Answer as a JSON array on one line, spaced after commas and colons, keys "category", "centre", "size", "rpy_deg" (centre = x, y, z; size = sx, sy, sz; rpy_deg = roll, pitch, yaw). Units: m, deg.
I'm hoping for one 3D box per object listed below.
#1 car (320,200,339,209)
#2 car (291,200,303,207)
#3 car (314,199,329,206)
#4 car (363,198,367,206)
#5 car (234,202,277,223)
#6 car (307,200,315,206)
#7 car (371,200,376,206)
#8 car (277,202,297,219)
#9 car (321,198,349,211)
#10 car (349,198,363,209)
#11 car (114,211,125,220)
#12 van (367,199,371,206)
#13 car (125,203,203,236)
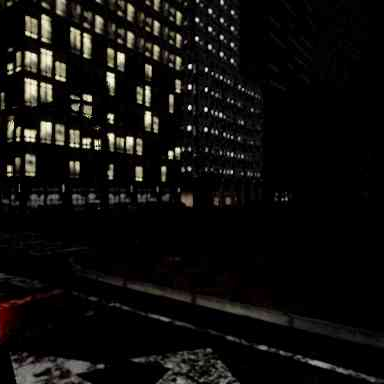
[{"category": "car", "centre": [24.664, 2.164, 59.407], "size": [1.882, 1.535, 5.008], "rpy_deg": [1, 0, 37]}, {"category": "car", "centre": [18.978, 2.136, 61.488], "size": [1.752, 1.417, 4.829], "rpy_deg": [0, 0, 37]}, {"category": "car", "centre": [29.250, 2.309, 75.138], "size": [2.008, 1.369, 4.403], "rpy_deg": [0, 0, 37]}, {"category": "car", "centre": [32.570, 2.341, 65.613], "size": [1.887, 1.381, 4.507], "rpy_deg": [0, 0, 37]}, {"category": "car", "centre": [5.539, 1.926, 29.696], "size": [1.752, 1.417, 4.829], "rpy_deg": [0, 0, 37]}, {"category": "car", "centre": [25.860, 2.291, 70.633], "size": [1.802, 1.307, 4.206], "rpy_deg": [0, 0, 37]}, {"category": "car", "centre": [39.353, 2.333, 74.627], "size": [1.967, 1.590, 4.097], "rpy_deg": [0, 0, 37]}, {"category": "car", "centre": [8.828, 2.032, 34.067], "size": [1.802, 1.307, 4.206], "rpy_deg": [0, 0, 37]}, {"category": "car", "centre": [22.396, 1.966, 52.095], "size": [2.192, 1.841, 5.009], "rpy_deg": [0, 0, 37]}, {"category": "car", "centre": [29.179, 2.063, 61.108], "size": [2.192, 1.841, 5.009], "rpy_deg": [0, 0, 37]}, {"category": "car", "centre": [-4.755, 1.784, 29.955], "size": [1.752, 1.417, 4.829], "rpy_deg": [0, 0, 37]}, {"category": "van", "centre": [35.962, 2.186, 70.120], "size": [1.690, 1.788, 3.998], "rpy_deg": [0, 0, 37]}, {"category": "car", "centre": [-1.345, 1.610, 20.549], "size": [2.192, 1.841, 5.009], "rpy_deg": [0, 0, 37]}]
